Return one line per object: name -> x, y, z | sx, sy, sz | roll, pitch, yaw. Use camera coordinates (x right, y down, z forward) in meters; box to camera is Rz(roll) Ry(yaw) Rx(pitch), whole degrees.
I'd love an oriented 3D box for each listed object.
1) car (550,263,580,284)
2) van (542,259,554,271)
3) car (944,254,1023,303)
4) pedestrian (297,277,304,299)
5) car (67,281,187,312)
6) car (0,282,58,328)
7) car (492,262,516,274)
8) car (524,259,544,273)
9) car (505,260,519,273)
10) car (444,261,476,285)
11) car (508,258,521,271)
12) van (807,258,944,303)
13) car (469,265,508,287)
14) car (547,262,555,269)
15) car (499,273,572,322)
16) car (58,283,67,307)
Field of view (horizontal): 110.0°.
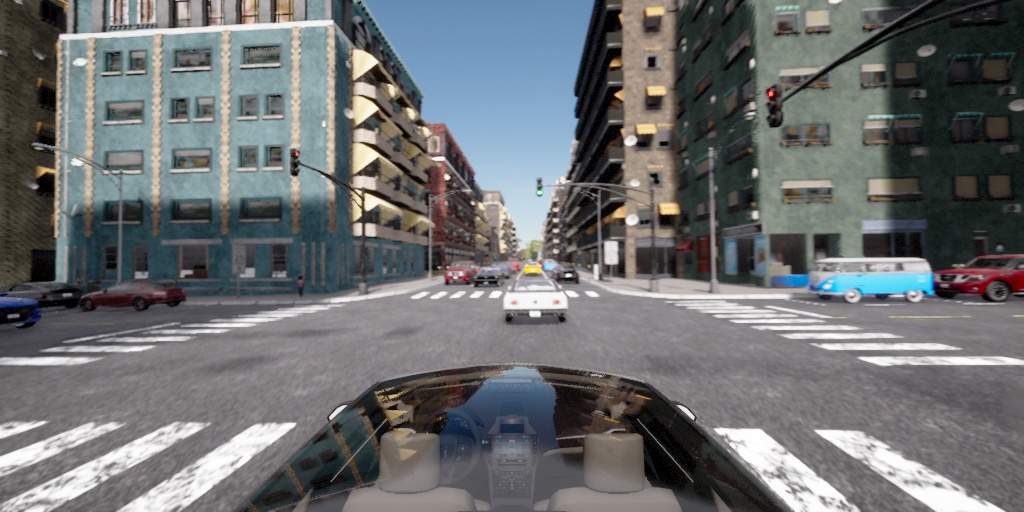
car -> 4.311, 1.470, 28.584 | 1.948, 1.339, 4.313 | 0, 0, 3
van -> 5.866, 1.438, 56.396 | 1.690, 1.789, 3.998 | 0, 0, 3
car -> 20.152, 0.836, 14.454 | 5.009, 1.841, 2.192 | 0, 0, 4
pedestrian -> -11.454, 1.344, 19.413 | 0.375, 1.860, 0.375 | -1, -1, 4
car -> -17.688, 1.841, 16.838 | 4.207, 1.307, 1.802 | 0, 0, 4
car -> -17.631, 1.606, 11.048 | 5.008, 1.535, 1.882 | -1, -1, 3
car -> -1.048, 1.569, 36.296 | 2.033, 1.411, 5.357 | -1, 0, 3
car -> 2.504, 1.509, 42.851 | 1.882, 1.535, 5.008 | -1, 0, 3
car -> -0.421, 1.615, 46.198 | 1.812, 1.442, 4.674 | -1, 0, 3
car -> -4.053, 1.316, 29.091 | 2.192, 1.841, 5.009 | 0, 0, 3
car -> 0.174, 1.384, 56.741 | 2.150, 2.045, 5.566 | -1, 0, 3
van -> 14.636, 0.969, 14.802 | 3.998, 1.789, 1.690 | 0, 0, 4
car -> -1.622, 1.556, 26.620 | 1.895, 1.301, 4.718 | -1, 0, 4
car -> 4.623, 1.525, 34.146 | 1.802, 1.307, 4.207 | 0, 0, 3
car -> 0.802, 1.428, 12.590 | 1.895, 1.301, 4.718 | -1, -1, 3
car -> -23.199, 1.934, 17.185 | 4.313, 1.339, 1.948 | 0, 0, 4
